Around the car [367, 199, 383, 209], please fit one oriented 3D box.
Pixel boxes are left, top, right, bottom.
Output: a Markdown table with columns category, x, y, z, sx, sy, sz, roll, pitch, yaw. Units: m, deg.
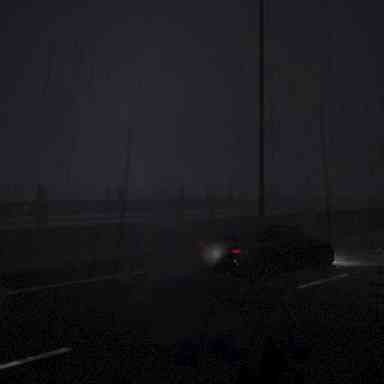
| category | x | y | z | sx | sy | sz | roll | pitch | yaw |
| --- | --- | --- | --- | --- | --- | --- | --- | --- | --- |
| car | 21.008 | 1.499 | 36.022 | 4.892 | 1.490 | 1.837 | 1 | 0 | -34 |

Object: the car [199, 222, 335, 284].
| category | x | y | z | sx | sy | sz | roll | pitch | yaw |
| --- | --- | --- | --- | --- | --- | --- | --- | --- | --- |
| car | 2.251 | 1.562 | 9.656 | 4.181 | 1.385 | 1.994 | 0 | 0 | -36 |

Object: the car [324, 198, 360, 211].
| category | x | y | z | sx | sy | sz | roll | pitch | yaw |
| --- | --- | --- | --- | --- | --- | --- | --- | --- | --- |
| car | 16.883 | 1.471 | 37.439 | 5.008 | 1.535 | 1.882 | 0 | 0 | -34 |
